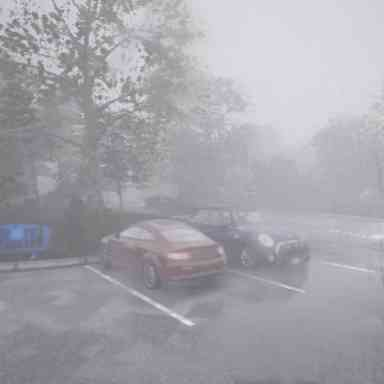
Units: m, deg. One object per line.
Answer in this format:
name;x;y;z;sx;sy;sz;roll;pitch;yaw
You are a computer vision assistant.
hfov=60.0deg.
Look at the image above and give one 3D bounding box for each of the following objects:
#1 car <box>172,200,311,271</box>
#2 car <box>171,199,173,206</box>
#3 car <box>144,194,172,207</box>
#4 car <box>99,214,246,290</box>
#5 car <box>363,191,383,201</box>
car;1.571;1.300;10.959;2.185;1.767;4.553;-1;0;-35
car;0.598;1.325;27.203;1.895;1.301;4.718;-4;3;-35
car;-3.934;0.962;38.948;1.994;1.385;4.181;-4;3;-35
car;-0.982;1.488;9.080;2.002;1.452;4.674;0;0;-35
car;29.864;0.613;53.082;2.097;1.767;4.553;-4;3;-35
